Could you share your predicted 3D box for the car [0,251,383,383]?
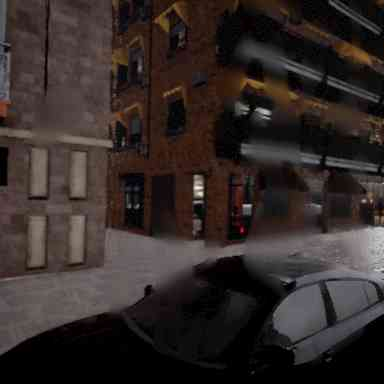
[{"bbox_3d":[0.599,1.479,3.501,5.008,1.535,1.882,0,0,-36],"label":"car"}]
